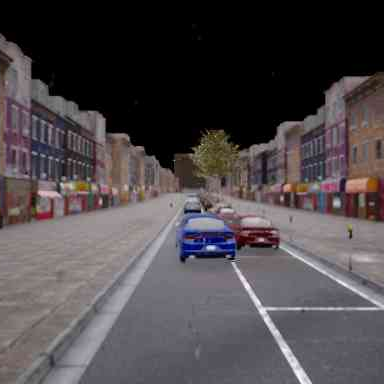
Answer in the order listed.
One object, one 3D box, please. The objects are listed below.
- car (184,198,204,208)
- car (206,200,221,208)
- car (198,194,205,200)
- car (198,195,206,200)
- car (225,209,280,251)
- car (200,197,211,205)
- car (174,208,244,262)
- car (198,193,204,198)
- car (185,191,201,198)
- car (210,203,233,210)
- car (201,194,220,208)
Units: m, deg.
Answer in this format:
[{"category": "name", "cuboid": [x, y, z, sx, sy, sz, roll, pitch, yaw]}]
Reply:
[{"category": "car", "cuboid": [0.060, 1.794, 39.608, 1.994, 1.385, 4.181, 0, 0, 0]}, {"category": "car", "cuboid": [2.623, 1.757, 31.711, 1.752, 1.417, 4.829, 1, 0, 0]}, {"category": "car", "cuboid": [2.572, 1.331, 92.680, 1.947, 1.339, 4.313, 2, 1, 0]}, {"category": "car", "cuboid": [2.577, 1.405, 87.124, 1.947, 1.339, 4.313, 2, 1, 0]}, {"category": "car", "cuboid": [2.634, 1.698, 14.861, 1.887, 1.381, 4.507, 1, 0, 0]}, {"category": "car", "cuboid": [2.596, 1.648, 64.896, 1.947, 1.339, 4.313, 2, 1, 0]}, {"category": "car", "cuboid": [0.386, 1.614, 12.833, 1.882, 1.535, 5.008, 0, 0, -5]}, {"category": "car", "cuboid": [2.612, 1.483, 53.781, 2.192, 1.841, 5.009, 2, 0, 0]}, {"category": "car", "cuboid": [0.043, 1.366, 57.270, 2.150, 2.045, 5.566, 0, 1, 0]}, {"category": "car", "cuboid": [2.626, 1.800, 25.981, 1.802, 1.307, 4.206, 1, 0, 0]}, {"category": "car", "cuboid": [2.620, 1.539, 42.661, 2.192, 1.841, 5.009, 1, 0, 0]}]
